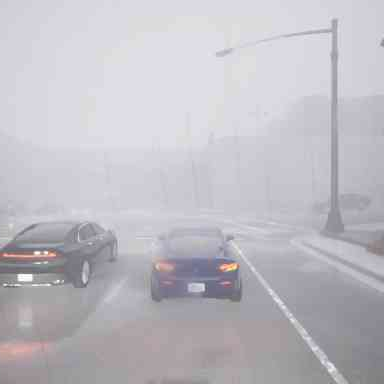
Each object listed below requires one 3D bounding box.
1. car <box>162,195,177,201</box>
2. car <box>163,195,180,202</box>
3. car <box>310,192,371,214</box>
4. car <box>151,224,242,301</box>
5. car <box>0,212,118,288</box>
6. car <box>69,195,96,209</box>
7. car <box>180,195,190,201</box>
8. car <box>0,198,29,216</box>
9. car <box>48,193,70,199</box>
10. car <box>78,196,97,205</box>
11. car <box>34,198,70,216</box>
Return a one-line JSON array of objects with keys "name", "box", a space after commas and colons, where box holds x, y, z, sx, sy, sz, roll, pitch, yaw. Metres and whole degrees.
[{"name": "car", "box": [-5.712, 1.552, 85.254, 1.994, 1.385, 4.181, 0, 0, 24]}, {"name": "car", "box": [-4.553, 1.355, 75.402, 2.097, 1.767, 4.553, 0, 0, 6]}, {"name": "car", "box": [12.565, 0.891, 28.345, 4.892, 1.490, 1.837, -7, 0, 0]}, {"name": "car", "box": [0.098, 1.526, 8.195, 1.812, 1.442, 4.674, 0, 0, 0]}, {"name": "car", "box": [-3.391, 1.505, 9.212, 1.837, 1.490, 4.892, 0, 0, 0]}, {"name": "car", "box": [-14.692, 1.477, 45.667, 1.882, 1.535, 5.008, 0, 0, -1]}, {"name": "car", "box": [-2.029, 1.524, 85.033, 1.812, 1.442, 4.674, 0, 0, 24]}, {"name": "car", "box": [-17.378, 1.351, 31.724, 2.097, 1.767, 4.553, 0, 0, -7]}, {"name": "car", "box": [-18.197, 1.222, 45.638, 2.150, 2.045, 5.566, 0, 0, -1]}, {"name": "car", "box": [-18.463, 1.505, 59.106, 1.837, 1.490, 4.892, 0, 0, -1]}, {"name": "car", "box": [-14.074, 1.601, 33.172, 1.895, 1.301, 4.718, 0, 0, -5]}]
